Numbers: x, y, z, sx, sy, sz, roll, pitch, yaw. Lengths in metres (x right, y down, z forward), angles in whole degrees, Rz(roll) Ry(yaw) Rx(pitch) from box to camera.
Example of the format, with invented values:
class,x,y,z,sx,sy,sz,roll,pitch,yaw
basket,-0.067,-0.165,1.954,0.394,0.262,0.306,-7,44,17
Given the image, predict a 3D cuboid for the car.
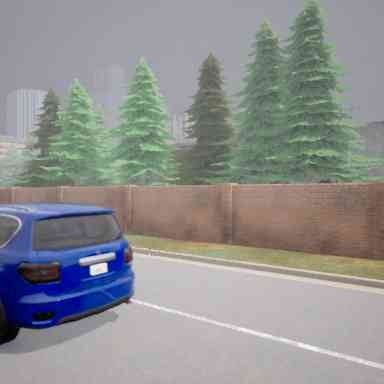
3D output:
class,x,y,z,sx,sy,sz,roll,pitch,yaw
car,-3.584,1.225,6.538,5.566,2.045,2.150,1,0,35
